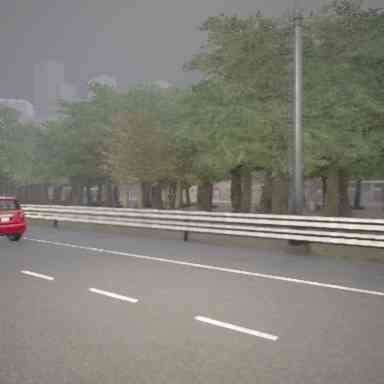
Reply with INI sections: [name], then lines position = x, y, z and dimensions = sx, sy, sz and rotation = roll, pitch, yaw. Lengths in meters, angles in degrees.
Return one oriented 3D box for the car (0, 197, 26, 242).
[car]
position = -9.807, 1.225, 15.185
dimensions = 5.566, 2.045, 2.150
rotation = 0, 0, 36
